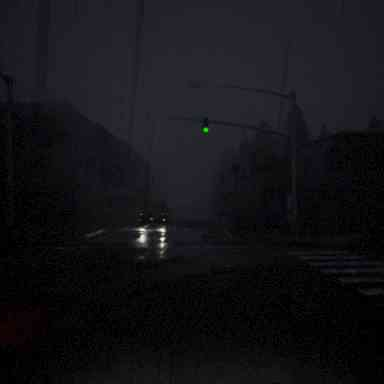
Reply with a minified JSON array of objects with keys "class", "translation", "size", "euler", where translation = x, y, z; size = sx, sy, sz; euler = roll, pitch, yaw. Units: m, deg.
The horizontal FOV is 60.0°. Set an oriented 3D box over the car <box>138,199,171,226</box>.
[{"class":"car","translation":[-2.981,1.656,27.662],"size":[2.150,2.045,5.566],"euler":[0,0,1]}]
